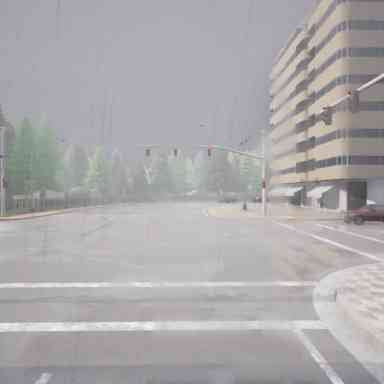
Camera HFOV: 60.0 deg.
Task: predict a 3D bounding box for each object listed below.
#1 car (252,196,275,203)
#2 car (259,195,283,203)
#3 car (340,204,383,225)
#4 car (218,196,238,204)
[{"bbox_3d":[14.269,1.525,67.786,4.674,1.442,1.812,0,0,-34],"label":"car"},{"bbox_3d":[17.586,1.525,73.664,4.902,1.511,2.128,0,0,-23],"label":"car"},{"bbox_3d":[13.191,1.581,24.039,4.674,1.442,1.812,0,0,-1],"label":"car"},{"bbox_3d":[7.294,1.490,66.103,2.128,1.511,4.902,0,0,44],"label":"car"}]
